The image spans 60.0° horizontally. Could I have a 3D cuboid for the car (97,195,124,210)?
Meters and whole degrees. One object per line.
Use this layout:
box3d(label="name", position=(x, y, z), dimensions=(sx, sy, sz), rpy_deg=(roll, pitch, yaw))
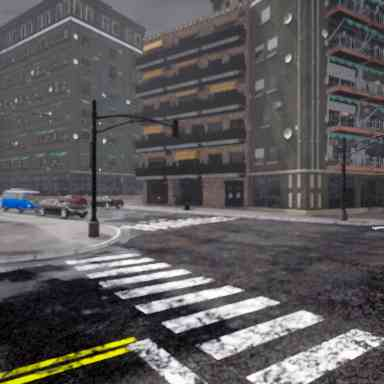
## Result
box3d(label="car", position=(-8.738, 1.007, 33.537), dimensions=(4.403, 1.369, 2.008), rpy_deg=(1, 0, 36))

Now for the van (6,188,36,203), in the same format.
box3d(label="van", position=(-22.219, 0.459, 43.176), dimensions=(3.998, 1.788, 1.690), rpy_deg=(1, 0, 36))

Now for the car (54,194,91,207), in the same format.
box3d(label="car", position=(-13.234, 0.925, 36.750), dimensions=(4.206, 1.307, 1.802), rpy_deg=(1, 0, 36))

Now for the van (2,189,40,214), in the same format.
box3d(label="van", position=(-13.631, 0.791, 26.740), dimensions=(3.998, 1.788, 1.690), rpy_deg=(1, 0, 36))

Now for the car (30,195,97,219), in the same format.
box3d(label="car", position=(-9.142, 1.113, 23.526), dimensions=(4.403, 1.369, 2.008), rpy_deg=(1, 0, 36))
